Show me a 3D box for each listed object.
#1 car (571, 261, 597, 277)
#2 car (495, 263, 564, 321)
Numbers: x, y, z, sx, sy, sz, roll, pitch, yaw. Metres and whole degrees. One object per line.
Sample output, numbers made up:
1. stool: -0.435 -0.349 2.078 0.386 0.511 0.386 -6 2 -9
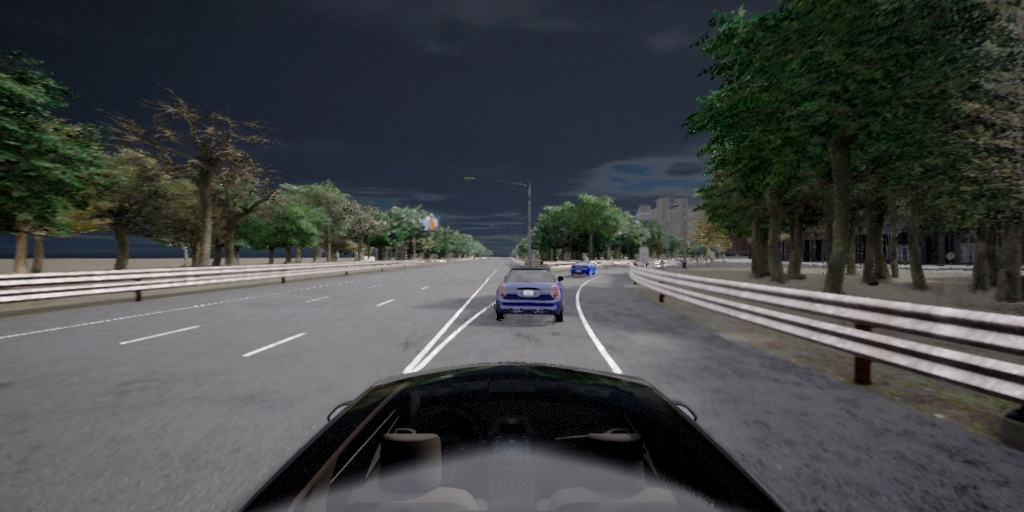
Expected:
1. car: 7.330 1.282 36.338 1.882 1.535 5.008 0 0 24
2. car: 0.755 1.111 12.703 2.097 1.767 4.553 0 0 7
